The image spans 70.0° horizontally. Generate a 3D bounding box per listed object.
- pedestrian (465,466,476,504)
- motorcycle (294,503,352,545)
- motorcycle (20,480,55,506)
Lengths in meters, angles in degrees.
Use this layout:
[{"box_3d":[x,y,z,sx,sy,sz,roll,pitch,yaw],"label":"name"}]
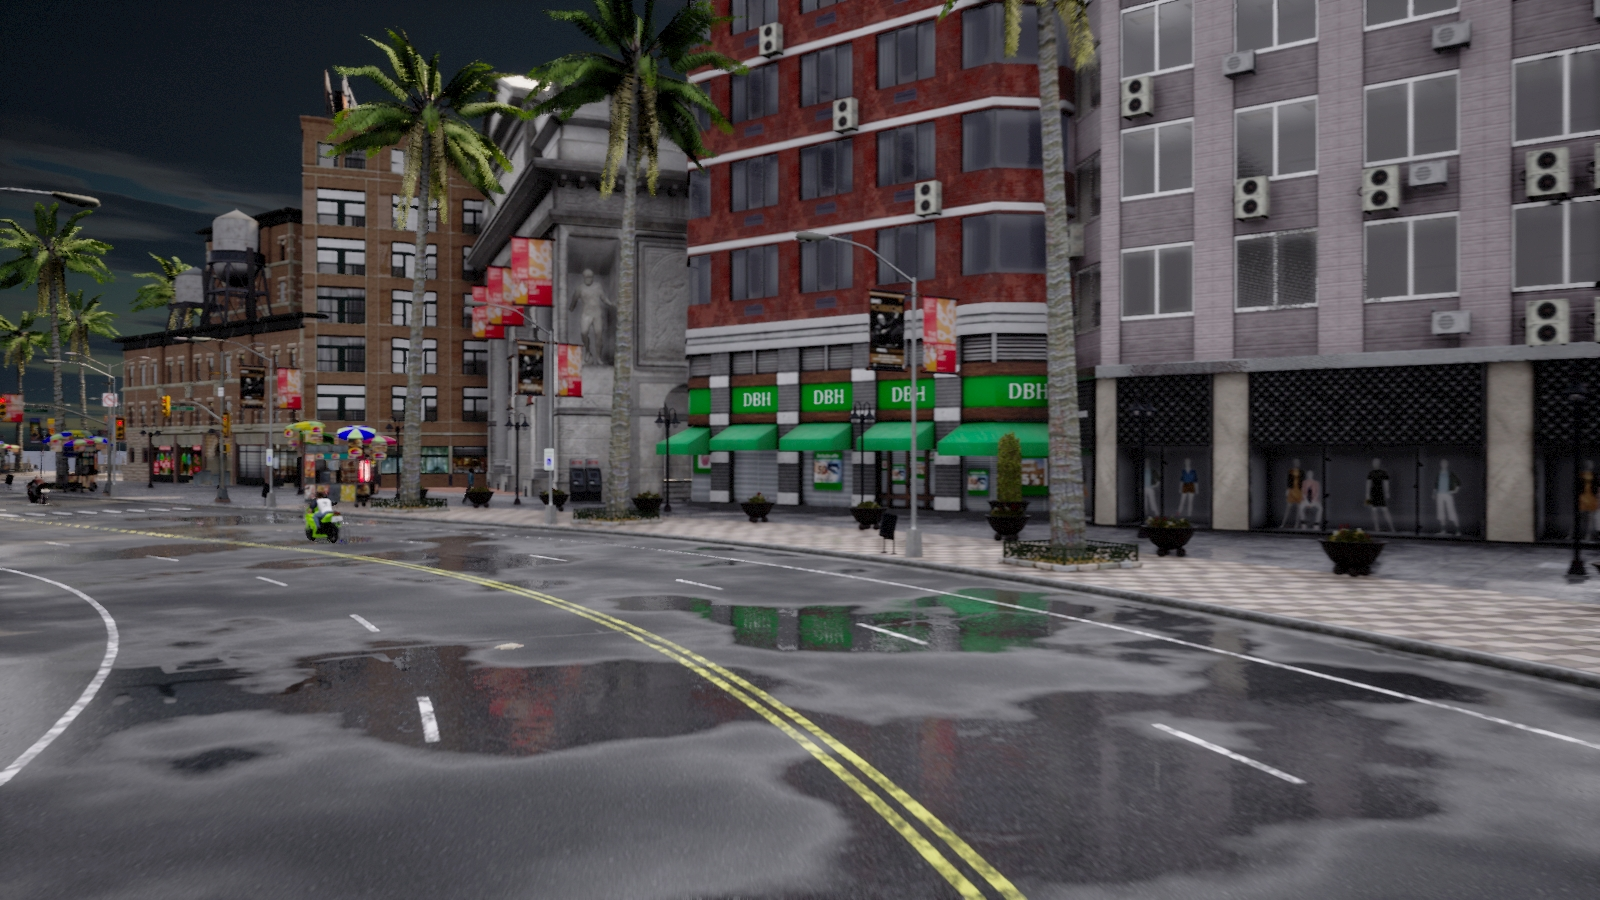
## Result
[{"box_3d":[-16.077,1.711,55.694,0.375,1.860,0.375,0,0,9],"label":"pedestrian"},{"box_3d":[-14.379,2.220,34.417,2.033,1.145,0.803,0,0,41],"label":"motorcycle"},{"box_3d":[-39.623,2.223,59.362,2.209,1.251,0.867,0,0,39],"label":"motorcycle"}]
